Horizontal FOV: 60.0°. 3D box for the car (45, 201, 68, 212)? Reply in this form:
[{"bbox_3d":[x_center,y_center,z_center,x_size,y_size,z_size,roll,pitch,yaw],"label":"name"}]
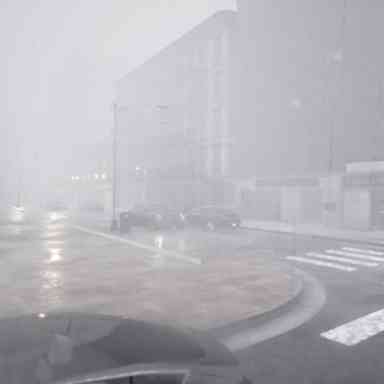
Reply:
[{"bbox_3d":[-17.288,1.817,42.308,1.895,1.301,4.718,0,0,-35],"label":"car"}]

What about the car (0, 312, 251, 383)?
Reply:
[{"bbox_3d":[-1.540,1.562,1.717,4.313,1.339,1.947,1,-1,-35],"label":"car"}]

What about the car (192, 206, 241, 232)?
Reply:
[{"bbox_3d":[1.065,1.661,21.455,1.837,1.490,4.892,0,0,-35],"label":"car"}]

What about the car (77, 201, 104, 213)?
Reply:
[{"bbox_3d":[-12.328,1.769,40.314,2.033,1.411,5.357,0,0,-35],"label":"car"}]

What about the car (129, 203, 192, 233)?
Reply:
[{"bbox_3d":[-2.333,1.494,21.142,2.097,1.767,4.553,0,0,-35],"label":"car"}]
